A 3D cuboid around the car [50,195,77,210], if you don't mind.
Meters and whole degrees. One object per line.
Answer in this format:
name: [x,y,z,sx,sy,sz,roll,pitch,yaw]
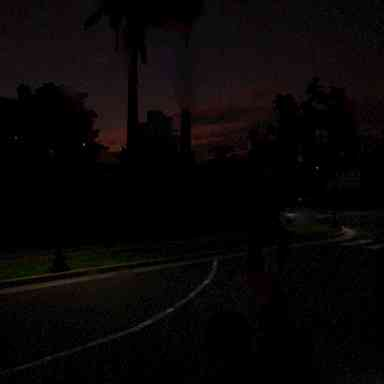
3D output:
car: [-15.203,1.129,38.263,4.605,1.855,1.932,0,0,-37]
